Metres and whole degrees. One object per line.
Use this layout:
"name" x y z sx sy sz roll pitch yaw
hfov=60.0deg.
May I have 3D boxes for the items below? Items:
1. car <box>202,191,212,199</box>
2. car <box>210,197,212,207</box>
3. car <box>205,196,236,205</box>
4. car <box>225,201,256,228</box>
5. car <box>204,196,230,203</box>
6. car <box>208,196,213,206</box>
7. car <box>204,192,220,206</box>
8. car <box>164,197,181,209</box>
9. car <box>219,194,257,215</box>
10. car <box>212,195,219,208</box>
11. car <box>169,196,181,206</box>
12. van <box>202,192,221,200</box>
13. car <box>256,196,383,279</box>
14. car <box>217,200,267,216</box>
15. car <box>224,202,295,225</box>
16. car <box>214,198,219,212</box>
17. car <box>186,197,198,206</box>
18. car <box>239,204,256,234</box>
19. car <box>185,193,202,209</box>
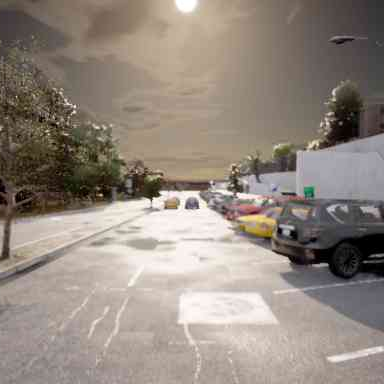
"car" 5.044 1.339 55.037 5.566 2.045 2.435 1 1 -20
"car" 5.070 1.662 40.033 4.674 1.452 2.002 1 0 -20
"car" 5.238 1.540 61.131 5.366 1.575 1.946 1 0 -20
"car" 4.895 1.512 18.961 5.366 1.575 1.946 1 0 -20
"car" 5.040 1.513 67.055 4.792 1.488 2.163 1 1 -20
"car" 5.093 1.652 43.057 4.792 1.488 2.163 1 0 -20
"car" 5.096 1.370 46.056 5.566 2.045 2.435 1 0 -20
"car" -3.003 1.607 48.401 1.882 1.535 5.008 0 0 0
"car" 5.049 1.281 22.014 5.566 2.045 2.435 1 0 -20
"car" 5.100 1.485 37.044 4.553 1.767 2.185 1 0 -20
"car" -3.004 1.575 58.821 1.837 1.490 4.892 0 0 0
"van" 5.175 1.045 88.083 4.442 1.987 1.878 1 0 -20
"car" 5.098 1.240 10.044 5.566 2.045 2.435 1 0 -20
"car" 5.071 1.638 34.033 4.674 1.452 2.002 1 0 -20
"car" 5.043 1.577 25.016 4.792 1.488 2.163 1 0 -20
"car" 5.062 1.583 31.033 5.008 1.535 2.097 1 -1 -20
"car" -0.004 1.621 58.459 2.033 1.411 5.357 0 0 0
"car" 5.243 1.507 16.094 5.366 1.575 1.946 1 0 -20
"car" -0.003 1.481 48.424 2.097 1.767 4.553 0 0 0
